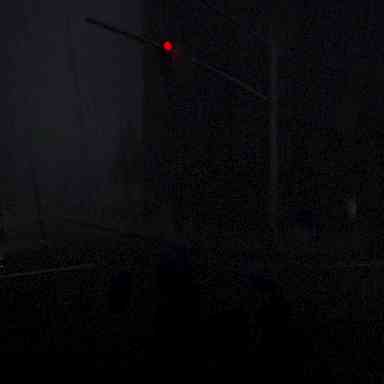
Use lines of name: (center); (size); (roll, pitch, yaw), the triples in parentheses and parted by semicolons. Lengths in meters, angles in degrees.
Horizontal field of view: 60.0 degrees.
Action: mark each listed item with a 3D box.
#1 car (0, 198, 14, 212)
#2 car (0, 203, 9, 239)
car: (-21.402, 1.441, 37.500); (1.837, 1.490, 4.892); (0, 0, -36)
car: (-10.699, 1.454, 16.620); (1.882, 1.535, 5.008); (0, 0, -36)
